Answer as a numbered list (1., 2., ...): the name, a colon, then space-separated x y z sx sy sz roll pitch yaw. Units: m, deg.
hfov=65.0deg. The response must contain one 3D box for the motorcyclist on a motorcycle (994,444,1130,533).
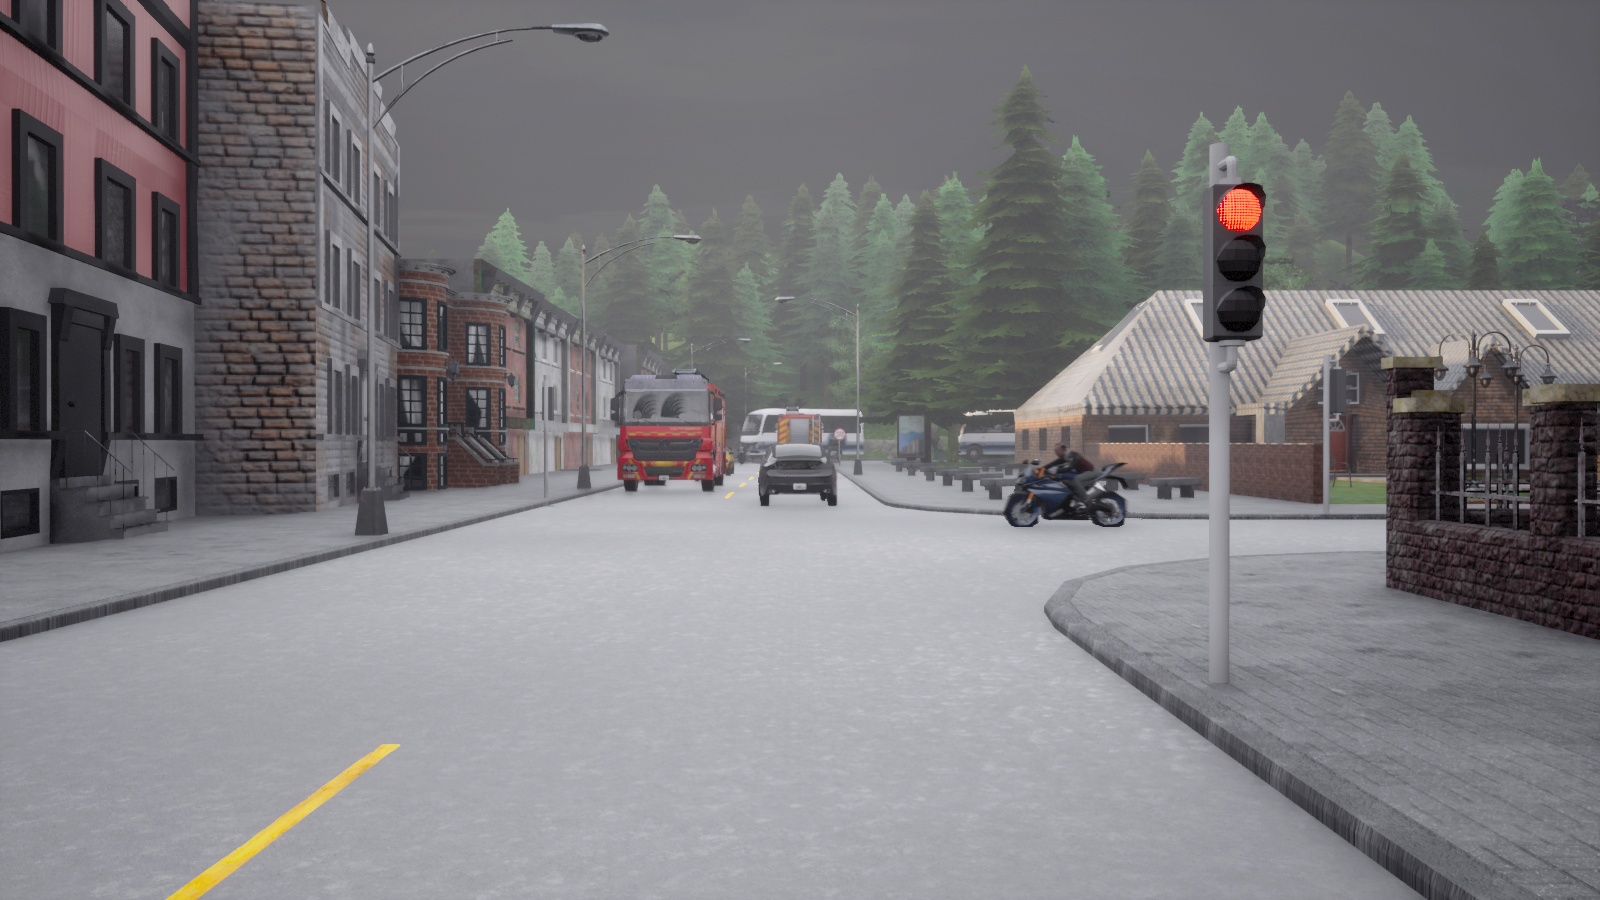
1. motorcyclist on a motorcycle: 4.595 0.660 22.126 2.191 1.530 0.866 0 1 -5

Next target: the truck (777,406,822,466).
1. truck: -0.028 -0.895 84.482 2.891 3.827 8.468 0 0 0

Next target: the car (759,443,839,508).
1. car: -0.092 0.574 31.379 1.837 1.490 4.892 0 0 -2

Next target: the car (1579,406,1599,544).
1. car: 14.694 0.375 18.153 5.566 2.045 2.150 0 0 -1

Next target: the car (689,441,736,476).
1. car: -4.050 0.350 58.914 1.801 1.575 5.366 0 0 0

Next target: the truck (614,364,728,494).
1. truck: -4.048 -0.654 41.252 2.891 3.827 8.468 0 0 0
